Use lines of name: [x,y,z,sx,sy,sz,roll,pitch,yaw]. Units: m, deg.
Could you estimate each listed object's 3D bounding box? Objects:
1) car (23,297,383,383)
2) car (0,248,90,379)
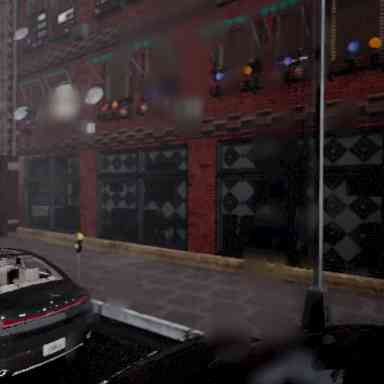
car: [1.153,1.566,1.888,4.313,1.339,1.947,0,1,36]
car: [-3.364,1.549,5.111,4.403,1.369,2.008,0,1,36]
